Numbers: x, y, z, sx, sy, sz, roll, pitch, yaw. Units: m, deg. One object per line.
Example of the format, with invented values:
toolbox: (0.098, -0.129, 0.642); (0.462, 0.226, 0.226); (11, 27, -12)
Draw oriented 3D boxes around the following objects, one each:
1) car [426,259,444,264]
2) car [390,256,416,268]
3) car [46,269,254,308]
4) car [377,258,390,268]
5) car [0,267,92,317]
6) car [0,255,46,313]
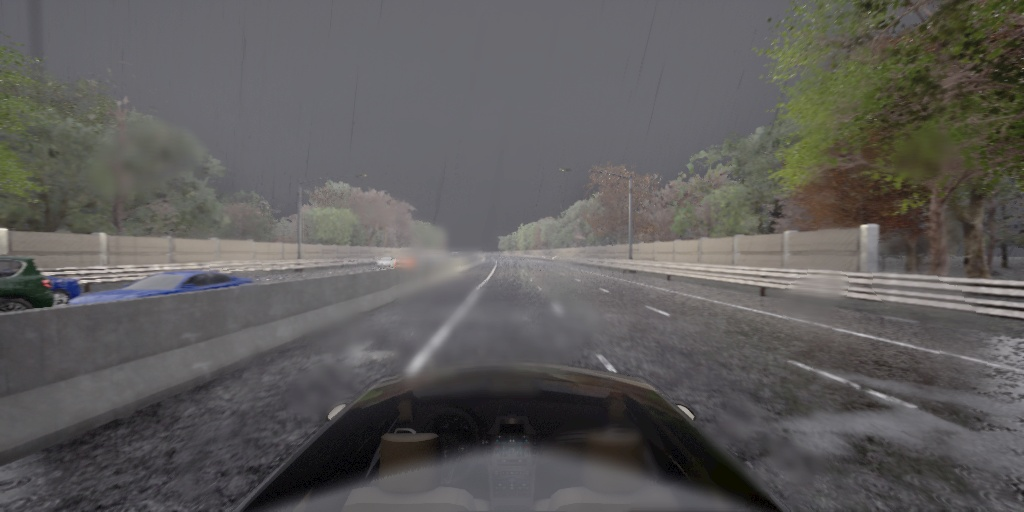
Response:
car: (-11.283, 1.024, 52.919); (1.895, 1.301, 4.718); (0, 0, -1)
car: (-14.703, 0.806, 49.450); (2.097, 1.767, 4.553); (0, 0, -1)
car: (-10.626, 1.218, 11.442); (1.882, 1.535, 5.008); (0, 0, 0)
car: (-18.283, 0.956, 52.689); (1.812, 1.442, 4.674); (0, 0, -1)
car: (-17.627, 1.225, 11.742); (1.882, 1.535, 5.008); (0, 0, 0)
car: (-14.112, 0.979, 7.817); (2.150, 2.045, 5.566); (0, 0, 0)
